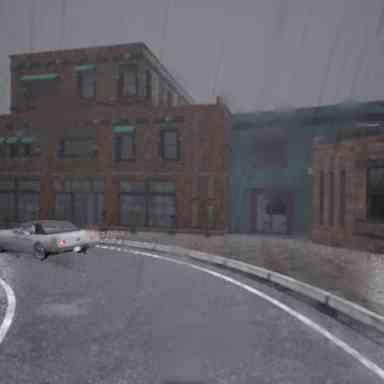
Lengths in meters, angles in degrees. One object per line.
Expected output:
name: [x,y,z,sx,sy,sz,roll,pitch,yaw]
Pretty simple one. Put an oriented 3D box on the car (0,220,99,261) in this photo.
car: [-5.924,1.770,13.019,4.718,1.301,1.895,-1,0,34]
